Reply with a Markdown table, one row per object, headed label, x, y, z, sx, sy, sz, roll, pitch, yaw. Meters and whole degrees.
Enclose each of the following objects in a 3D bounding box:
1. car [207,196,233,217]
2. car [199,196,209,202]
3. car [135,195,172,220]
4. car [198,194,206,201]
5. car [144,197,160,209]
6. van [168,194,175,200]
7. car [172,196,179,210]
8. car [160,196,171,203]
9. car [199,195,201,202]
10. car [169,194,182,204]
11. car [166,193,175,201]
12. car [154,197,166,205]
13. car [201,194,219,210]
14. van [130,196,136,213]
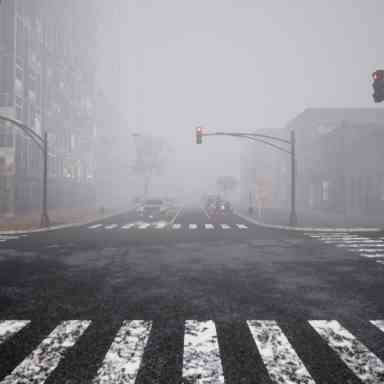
| label | x | y | z | sx | sy | sz | roll | pitch | yaw |
| --- | --- | --- | --- | --- | --- | --- | --- | --- | --- |
| car | 2.705 | 1.444 | 31.023 | 1.967 | 1.590 | 4.097 | 1 | 0 | 0 |
| car | 2.702 | 1.572 | 76.415 | 1.947 | 1.339 | 4.313 | 1 | 0 | 0 |
| car | -3.133 | 1.357 | 28.169 | 2.097 | 1.767 | 4.553 | 0 | 0 | 1 |
| car | 2.704 | 1.446 | 87.762 | 1.967 | 1.590 | 4.097 | 1 | 0 | 0 |
| car | -5.677 | 1.530 | 47.836 | 1.752 | 1.417 | 4.829 | 1 | 0 | 0 |
| van | -5.674 | 1.347 | 93.398 | 1.690 | 1.788 | 3.998 | 1 | 0 | 0 |
| car | -3.099 | 1.552 | 42.677 | 2.033 | 1.411 | 5.357 | 0 | 0 | 0 |
| car | -5.678 | 1.572 | 70.702 | 1.947 | 1.339 | 4.313 | 1 | 0 | 0 |
| car | 2.707 | 1.321 | 65.067 | 2.192 | 1.841 | 5.009 | 1 | 0 | 0 |
| car | -3.005 | 1.534 | 63.719 | 1.812 | 1.442 | 4.674 | 0 | 0 | 0 |
| car | -5.673 | 1.321 | 87.724 | 2.192 | 1.841 | 5.009 | 1 | 0 | 0 |
| car | -5.678 | 1.587 | 59.354 | 1.802 | 1.307 | 4.206 | 1 | 0 | 0 |
| car | 2.707 | 1.320 | 42.371 | 2.192 | 1.841 | 5.009 | 1 | 0 | 0 |
| van | -5.673 | 1.346 | 36.658 | 1.690 | 1.788 | 3.998 | 1 | 0 | 0 |
